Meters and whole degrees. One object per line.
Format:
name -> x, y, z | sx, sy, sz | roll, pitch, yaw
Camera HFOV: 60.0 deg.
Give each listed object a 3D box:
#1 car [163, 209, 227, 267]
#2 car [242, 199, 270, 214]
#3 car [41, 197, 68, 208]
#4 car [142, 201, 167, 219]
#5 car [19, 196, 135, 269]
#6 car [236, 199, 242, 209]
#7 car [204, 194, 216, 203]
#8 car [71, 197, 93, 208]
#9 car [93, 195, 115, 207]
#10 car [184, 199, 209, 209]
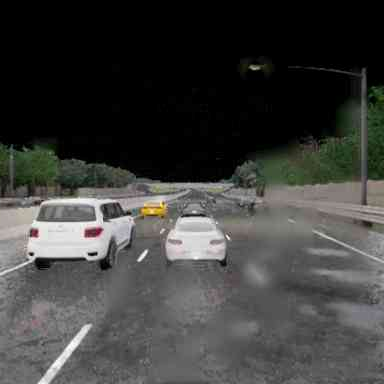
car -> 0.121, 1.531, 11.368 | 1.812, 1.442, 4.674 | 0, 0, 0
car -> 6.996, 1.532, 35.358 | 2.128, 1.511, 4.902 | 0, 0, 2
car -> -20.778, 1.556, 50.513 | 1.882, 1.535, 5.008 | 0, 0, 1
car -> -3.295, 1.505, 29.797 | 1.882, 1.535, 5.008 | 0, 0, 0
car -> -3.381, 1.226, 11.262 | 2.150, 2.045, 5.566 | 0, 0, 0
car -> 7.257, 1.672, 46.720 | 1.895, 1.301, 4.718 | 0, 0, 1
car -> 4.047, 1.672, 71.365 | 1.812, 1.442, 4.674 | 0, 0, 1
car -> -17.254, 1.588, 52.295 | 1.837, 1.490, 4.892 | 0, 0, 1
car -> -13.757, 1.437, 52.278 | 2.097, 1.767, 4.553 | 0, 0, 1
car -> 0.200, 1.590, 28.964 | 1.994, 1.385, 4.181 | 0, 0, 0
